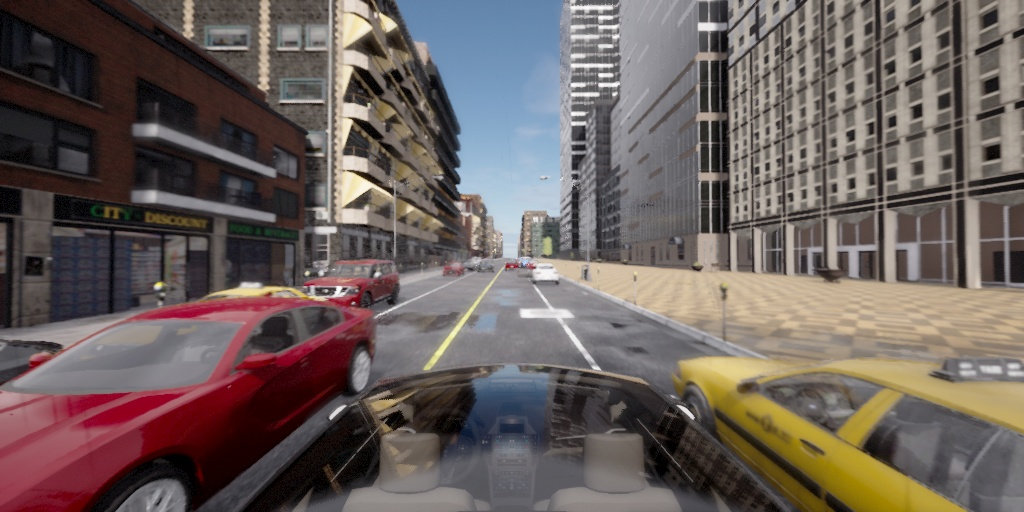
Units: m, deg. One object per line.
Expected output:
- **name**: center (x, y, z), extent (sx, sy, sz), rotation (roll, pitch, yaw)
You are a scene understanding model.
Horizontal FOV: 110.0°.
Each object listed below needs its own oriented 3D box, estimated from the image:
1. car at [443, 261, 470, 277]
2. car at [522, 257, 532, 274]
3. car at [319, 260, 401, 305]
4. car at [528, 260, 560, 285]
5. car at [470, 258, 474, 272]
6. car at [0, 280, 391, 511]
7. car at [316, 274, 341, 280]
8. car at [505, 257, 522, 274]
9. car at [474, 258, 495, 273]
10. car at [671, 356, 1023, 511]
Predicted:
- **car**: center (-5.689, 1.292, 35.575), extent (1.888, 1.381, 4.507), rotation (0, 0, 0)
- **car**: center (2.693, 1.186, 46.714), extent (1.967, 1.591, 4.097), rotation (0, 0, 0)
- **car**: center (-5.689, 1.063, 13.298), extent (2.192, 1.841, 5.009), rotation (0, 0, 0)
- **car**: center (2.353, 1.273, 26.119), extent (1.812, 1.442, 4.674), rotation (0, 0, 0)
- **car**: center (-5.688, 1.313, 46.715), extent (1.948, 1.339, 4.313), rotation (0, 0, 0)
- **car**: center (-3.100, 1.228, 3.746), extent (1.882, 1.535, 5.008), rotation (0, 0, 0)
- **car**: center (-5.690, 1.275, 7.557), extent (1.751, 1.417, 4.829), rotation (0, 0, 0)
- **car**: center (0.033, 1.225, 48.068), extent (1.882, 1.535, 5.008), rotation (0, 0, 0)
- **car**: center (-3.080, 1.253, 42.543), extent (1.837, 1.490, 4.892), rotation (0, 0, 0)
- **car**: center (2.691, 1.275, 2.327), extent (1.751, 1.417, 4.829), rotation (0, 0, 0)
